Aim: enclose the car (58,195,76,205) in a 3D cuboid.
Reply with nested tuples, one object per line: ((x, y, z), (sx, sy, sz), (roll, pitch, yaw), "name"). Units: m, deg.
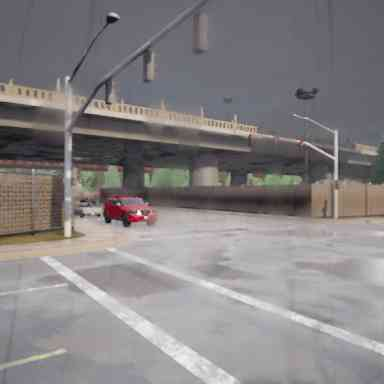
((-23.962, 1.511, 63.475), (2.097, 1.767, 4.553), (0, 0, -36), "car")

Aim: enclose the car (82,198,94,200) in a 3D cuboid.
((-20.079, 1.744, 64.063), (1.994, 1.385, 4.181), (0, 0, -36), "car")

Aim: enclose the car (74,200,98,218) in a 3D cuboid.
((-10.297, 1.717, 32.053), (1.895, 1.301, 4.718), (0, 0, -36), "car")

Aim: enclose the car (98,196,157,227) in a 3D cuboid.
((-4.632, 1.339, 24.156), (2.150, 2.045, 5.566), (0, 0, -36), "car")
